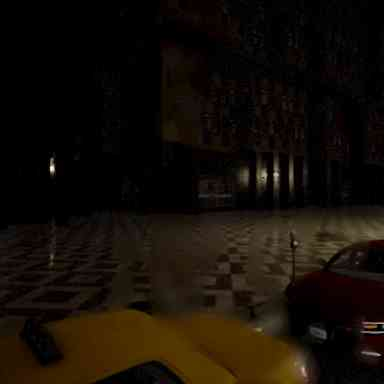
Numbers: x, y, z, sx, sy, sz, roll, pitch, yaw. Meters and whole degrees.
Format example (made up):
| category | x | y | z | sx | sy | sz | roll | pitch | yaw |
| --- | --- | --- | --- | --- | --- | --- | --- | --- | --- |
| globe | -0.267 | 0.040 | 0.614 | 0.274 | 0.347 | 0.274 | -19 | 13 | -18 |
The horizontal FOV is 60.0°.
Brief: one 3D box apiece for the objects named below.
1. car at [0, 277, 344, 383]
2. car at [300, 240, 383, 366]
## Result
| category | x | y | z | sx | sy | sz | roll | pitch | yaw |
| --- | --- | --- | --- | --- | --- | --- | --- | --- | --- |
| car | -1.154 | 1.526 | 1.907 | 4.829 | 1.417 | 1.752 | 0 | 0 | -40 |
| car | 3.319 | 1.543 | 5.673 | 4.507 | 1.381 | 1.887 | 0 | 0 | -40 |
